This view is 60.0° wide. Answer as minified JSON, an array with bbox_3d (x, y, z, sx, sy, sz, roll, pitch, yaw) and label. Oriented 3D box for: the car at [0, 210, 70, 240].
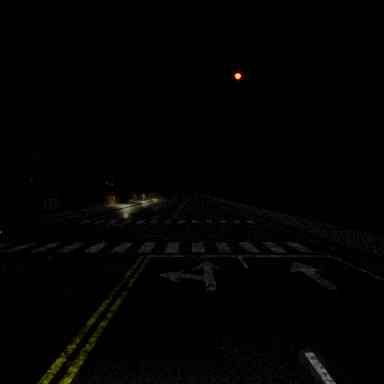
[{"bbox_3d":[-8.588,1.552,15.526,5.357,1.411,2.033,0,0,-33],"label":"car"}]
